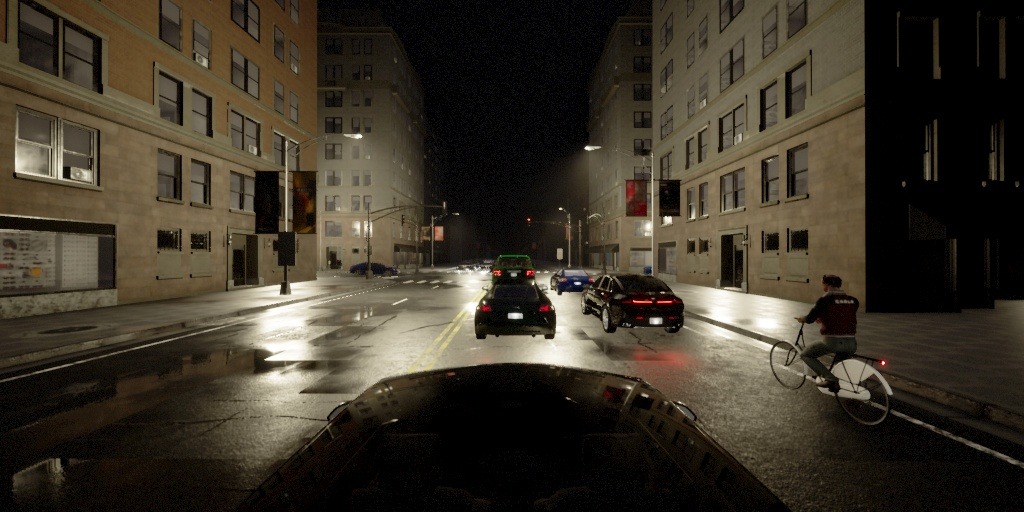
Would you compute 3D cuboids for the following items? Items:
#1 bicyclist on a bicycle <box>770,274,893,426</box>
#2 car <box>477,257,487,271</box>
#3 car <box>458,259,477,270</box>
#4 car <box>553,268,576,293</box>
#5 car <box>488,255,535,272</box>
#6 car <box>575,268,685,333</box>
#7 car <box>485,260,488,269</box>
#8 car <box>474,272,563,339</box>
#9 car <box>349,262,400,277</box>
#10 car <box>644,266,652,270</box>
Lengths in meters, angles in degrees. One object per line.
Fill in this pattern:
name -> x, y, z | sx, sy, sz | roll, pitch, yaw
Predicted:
bicyclist on a bicycle -> 4.140, 1.121, 4.846 | 0.659, 1.776, 1.843 | 0, 0, 0
car -> -3.398, 1.259, 51.020 | 2.128, 1.511, 4.902 | 0, 0, 0
car -> -6.646, 1.294, 52.275 | 1.812, 1.442, 4.674 | 0, 0, 0
car -> 3.228, 1.318, 19.618 | 1.994, 1.385, 4.181 | 0, 0, 0
car -> 0.079, 0.975, 19.468 | 2.150, 2.045, 5.566 | 0, 0, 0
car -> 3.336, 1.256, 10.722 | 1.837, 1.490, 4.892 | 0, 0, 0
car -> -0.939, 1.330, 42.686 | 1.994, 1.385, 4.181 | 0, 0, 28
car -> 0.087, 1.315, 10.055 | 1.994, 1.385, 4.181 | 0, 0, 0
car -> -13.239, 1.269, 34.754 | 4.674, 1.442, 1.812 | 0, 0, 0
car -> 16.362, 1.291, 37.613 | 5.008, 1.535, 1.882 | 0, 0, 0
